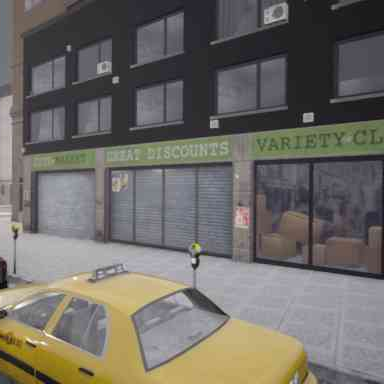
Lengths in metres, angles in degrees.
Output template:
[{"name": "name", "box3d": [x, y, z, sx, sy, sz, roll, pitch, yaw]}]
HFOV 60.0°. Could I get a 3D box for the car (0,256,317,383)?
[{"name": "car", "box3d": [-1.148, 1.525, 3.902, 4.829, 1.417, 1.752, 0, 1, 35]}]
